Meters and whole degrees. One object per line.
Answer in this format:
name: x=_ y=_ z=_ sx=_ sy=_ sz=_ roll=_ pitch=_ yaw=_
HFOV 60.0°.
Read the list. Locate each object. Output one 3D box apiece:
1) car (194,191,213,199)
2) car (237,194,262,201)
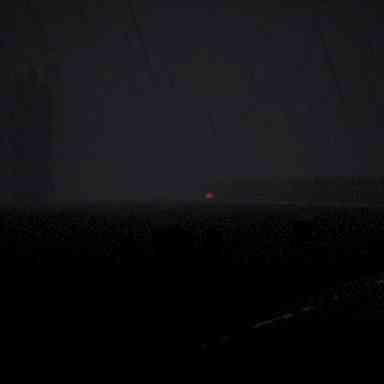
car: x=2.467 y=0.665 z=72.323 sx=2.097 sy=1.767 sz=4.553 roll=-2 pitch=1 yaw=-36
car: x=10.593 y=1.022 z=61.319 sx=1.895 sy=1.301 sz=4.718 roll=-2 pitch=1 yaw=-36
